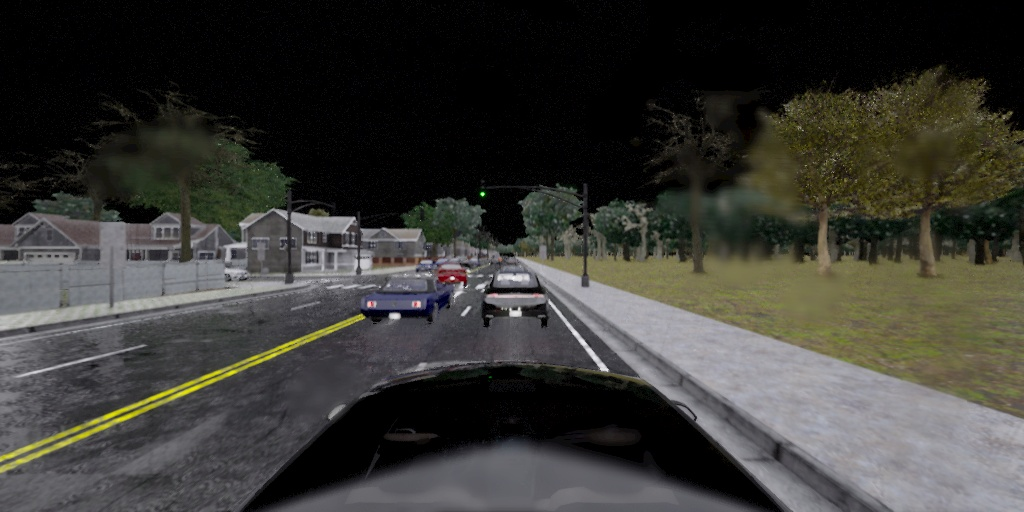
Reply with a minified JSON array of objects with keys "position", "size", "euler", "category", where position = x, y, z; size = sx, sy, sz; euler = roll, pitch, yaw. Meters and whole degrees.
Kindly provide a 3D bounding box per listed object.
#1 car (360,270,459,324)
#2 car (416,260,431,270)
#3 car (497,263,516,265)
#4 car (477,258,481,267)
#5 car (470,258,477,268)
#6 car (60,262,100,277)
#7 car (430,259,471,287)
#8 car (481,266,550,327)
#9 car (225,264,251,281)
[{"position":[-3.151,1.325,11.870],"size":[1.895,1.301,4.718],"euler":[0,0,0],"category":"car"},{"position":[-9.854,1.164,41.834],"size":[1.812,1.442,4.674],"euler":[0,0,0],"category":"car"},{"position":[0.084,1.297,22.977],"size":[1.895,1.301,4.718],"euler":[0,0,0],"category":"car"},{"position":[-6.574,1.095,62.298],"size":[1.812,1.442,4.674],"euler":[0,0,0],"category":"car"},{"position":[-6.620,1.205,51.814],"size":[1.895,1.301,4.718],"euler":[0,0,0],"category":"car"},{"position":[-31.859,1.219,27.224],"size":[4.902,1.511,2.128],"euler":[0,0,0],"category":"car"},{"position":[-4.197,1.170,23.829],"size":[1.882,1.535,5.008],"euler":[0,0,-15],"category":"car"},{"position":[0.093,1.217,11.370],"size":[2.128,1.511,4.902],"euler":[0,0,0],"category":"car"},{"position":[-22.512,1.239,27.197],"size":[4.674,1.442,1.812],"euler":[0,0,0],"category":"car"}]
